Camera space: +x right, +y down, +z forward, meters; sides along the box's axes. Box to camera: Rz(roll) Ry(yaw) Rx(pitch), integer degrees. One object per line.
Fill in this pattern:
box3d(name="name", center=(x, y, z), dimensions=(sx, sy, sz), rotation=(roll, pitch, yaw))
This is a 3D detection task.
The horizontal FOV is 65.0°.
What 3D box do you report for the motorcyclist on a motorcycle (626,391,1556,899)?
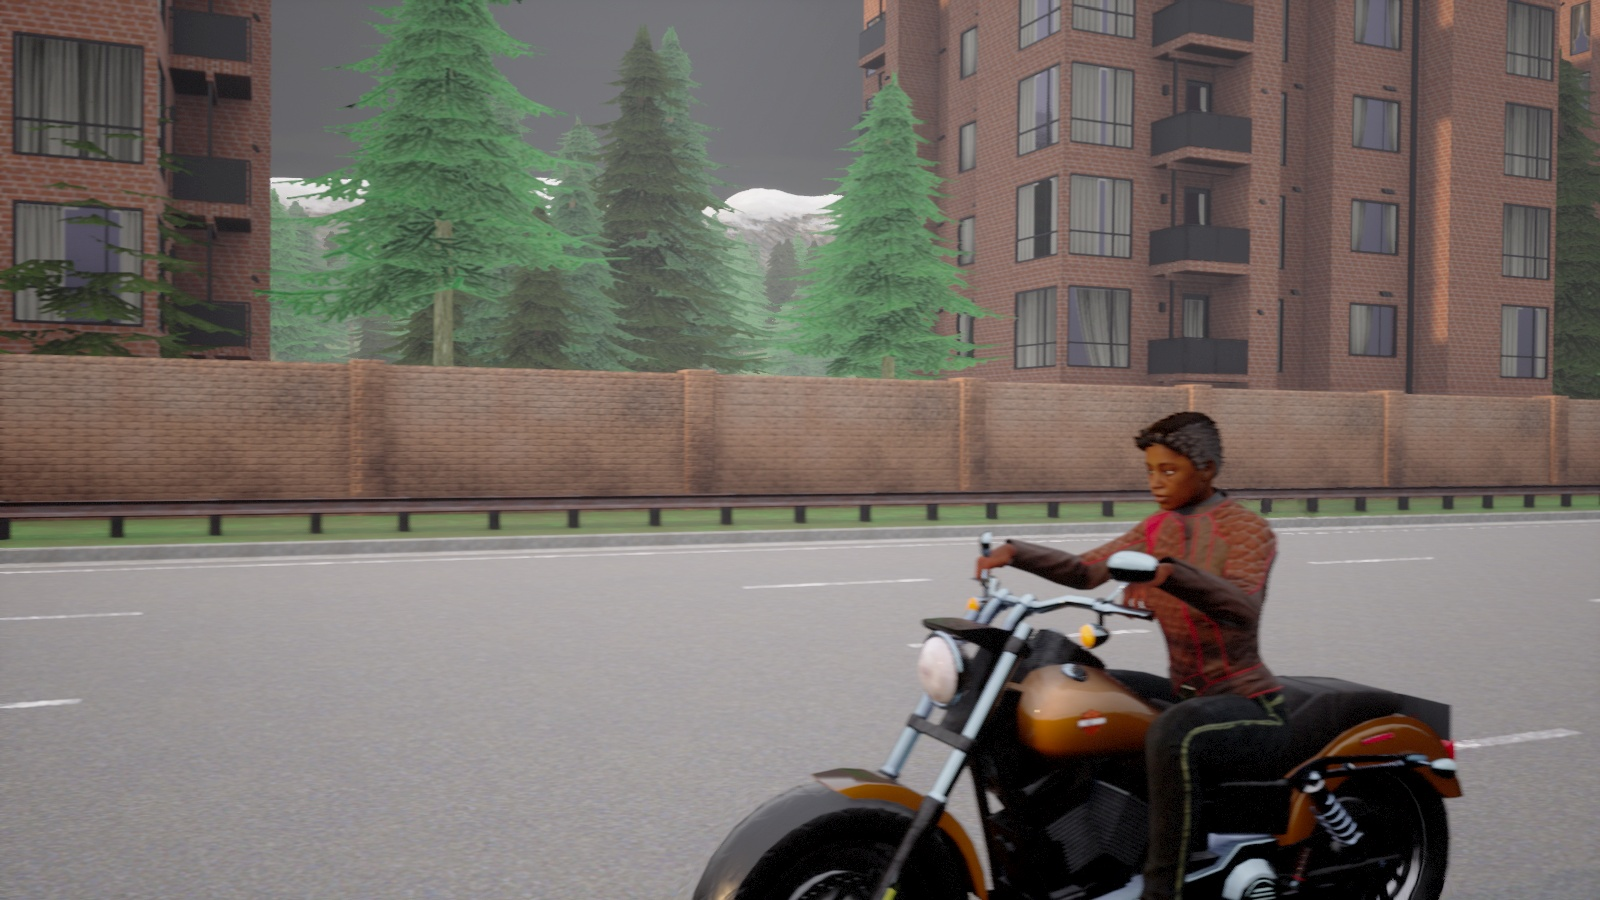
box3d(name="motorcyclist on a motorcycle", center=(0.807, 0.686, 3.273), dimensions=(2.350, 1.649, 0.766), rotation=(-1, 1, -23))
